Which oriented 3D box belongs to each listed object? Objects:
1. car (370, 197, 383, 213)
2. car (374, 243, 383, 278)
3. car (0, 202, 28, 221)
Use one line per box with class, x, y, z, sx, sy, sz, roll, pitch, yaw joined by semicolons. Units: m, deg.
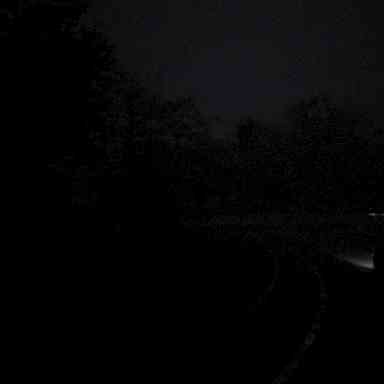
car;24.458;1.686;41.362;5.566;2.045;2.150;3;-2;-35
car;5.402;1.531;7.206;1.994;1.385;4.181;0;0;19
car;-16.439;1.642;27.624;5.008;1.535;1.882;0;-1;-18
